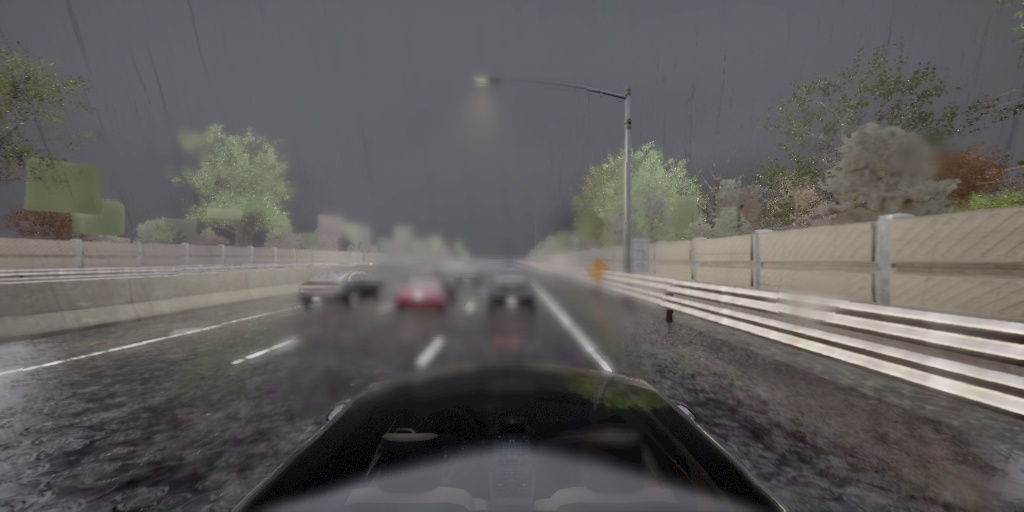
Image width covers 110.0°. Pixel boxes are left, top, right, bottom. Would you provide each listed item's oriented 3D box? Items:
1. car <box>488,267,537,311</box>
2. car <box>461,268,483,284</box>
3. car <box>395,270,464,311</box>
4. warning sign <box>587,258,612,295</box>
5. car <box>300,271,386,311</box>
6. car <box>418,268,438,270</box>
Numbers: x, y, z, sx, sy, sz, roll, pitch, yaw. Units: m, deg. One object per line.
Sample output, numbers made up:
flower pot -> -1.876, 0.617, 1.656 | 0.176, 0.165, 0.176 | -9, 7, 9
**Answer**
car -> 0.020, 1.403, 15.345 | 1.837, 1.490, 4.892 | 0, 0, 0
car -> -3.478, 1.657, 30.105 | 1.895, 1.301, 4.718 | 0, -1, 0
car -> -3.477, 1.460, 15.349 | 1.994, 1.385, 4.181 | 0, -1, 0
warning sign -> 4.555, 1.047, 18.731 | 1.300, 1.860, 1.060 | 0, 0, 0
car -> -6.980, 1.388, 15.353 | 2.128, 1.511, 4.902 | 0, 0, 0
car -> -6.978, 1.657, 30.110 | 1.895, 1.301, 4.718 | 0, -1, 0
